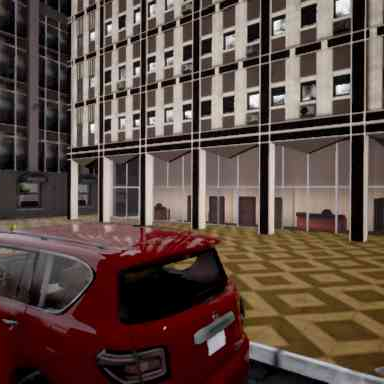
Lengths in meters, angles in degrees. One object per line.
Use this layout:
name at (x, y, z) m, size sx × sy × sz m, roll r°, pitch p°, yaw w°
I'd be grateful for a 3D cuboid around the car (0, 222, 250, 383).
car at (-1.741, 1.314, 4.108) m, size 5.009 × 1.841 × 2.192 m, roll 0°, pitch 0°, yaw 36°
